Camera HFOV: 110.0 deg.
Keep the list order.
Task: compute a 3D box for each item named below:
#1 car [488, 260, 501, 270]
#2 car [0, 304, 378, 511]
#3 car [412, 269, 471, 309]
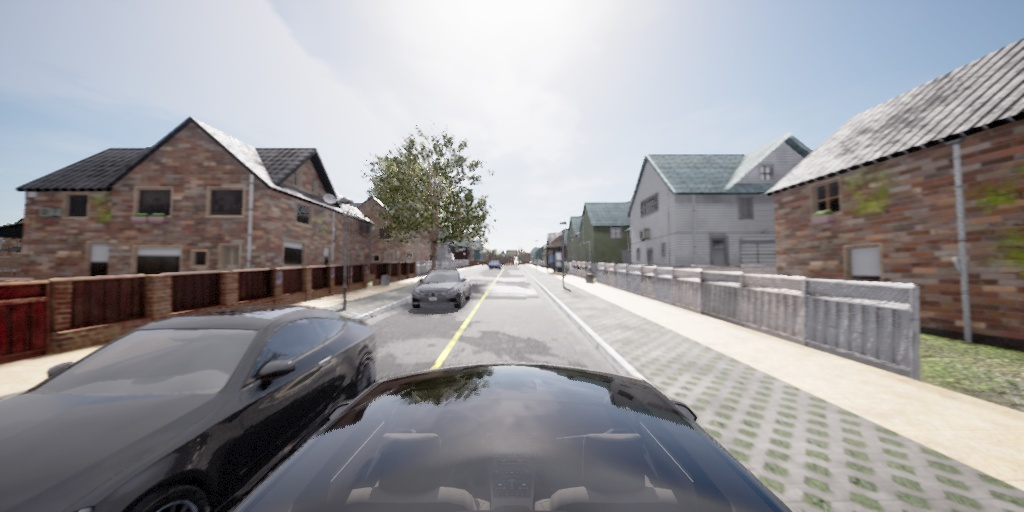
[{"bbox_3d":[-2.859,1.477,59.283,1.882,1.535,5.008,0,0,0],"label":"car"},{"bbox_3d":[-2.847,1.282,3.526,1.812,1.442,4.674,0,0,0],"label":"car"},{"bbox_3d":[-2.853,1.304,15.318,1.812,1.442,4.674,0,0,0],"label":"car"}]
